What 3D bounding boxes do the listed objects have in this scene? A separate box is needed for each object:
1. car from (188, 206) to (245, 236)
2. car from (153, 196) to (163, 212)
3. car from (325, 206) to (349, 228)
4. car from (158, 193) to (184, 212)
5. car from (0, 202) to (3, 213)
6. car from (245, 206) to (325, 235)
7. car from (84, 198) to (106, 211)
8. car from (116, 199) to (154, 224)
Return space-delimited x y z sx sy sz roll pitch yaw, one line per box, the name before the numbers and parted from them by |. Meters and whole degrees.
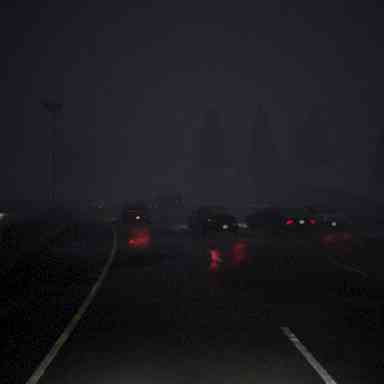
car | 1.065 1.475 18.278 1.812 1.442 4.674 0 0 -13
car | -5.365 1.473 35.955 2.033 1.411 5.357 0 0 -27
car | 7.550 1.522 21.127 1.895 1.301 4.718 0 0 -14
car | -2.868 1.132 38.638 2.150 2.045 5.566 0 0 -27
car | -21.340 1.544 35.363 1.994 1.385 4.181 0 0 -33
car | 4.688 1.485 18.399 2.033 1.411 5.357 0 0 -13
car | -11.709 1.462 40.022 1.812 1.442 4.674 0 0 -30
car | -4.323 1.456 24.225 1.837 1.490 4.892 0 0 -18
